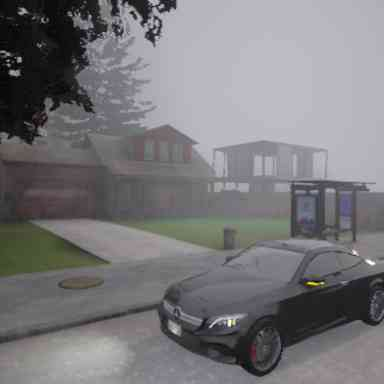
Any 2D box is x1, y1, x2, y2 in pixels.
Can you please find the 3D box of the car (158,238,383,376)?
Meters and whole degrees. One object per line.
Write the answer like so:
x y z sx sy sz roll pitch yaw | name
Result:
1.672 1.581 5.763 4.674 1.442 1.812 1 -1 -35 | car
